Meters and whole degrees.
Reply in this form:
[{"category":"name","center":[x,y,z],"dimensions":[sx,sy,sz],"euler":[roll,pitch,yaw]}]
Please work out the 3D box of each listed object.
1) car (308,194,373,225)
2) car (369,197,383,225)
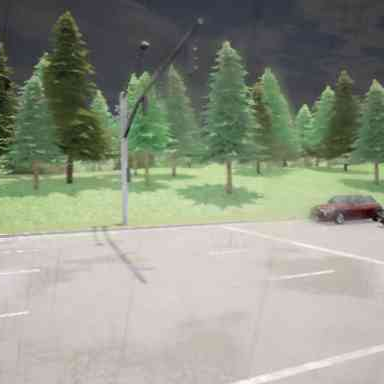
[{"category":"car","center":[9.447,0.966,20.549],"dimensions":[4.553,1.767,2.097],"euler":[-1,1,-21]},{"category":"car","center":[12.283,1.102,17.904],"dimensions":[4.892,1.490,1.837],"euler":[-1,1,-21]}]
